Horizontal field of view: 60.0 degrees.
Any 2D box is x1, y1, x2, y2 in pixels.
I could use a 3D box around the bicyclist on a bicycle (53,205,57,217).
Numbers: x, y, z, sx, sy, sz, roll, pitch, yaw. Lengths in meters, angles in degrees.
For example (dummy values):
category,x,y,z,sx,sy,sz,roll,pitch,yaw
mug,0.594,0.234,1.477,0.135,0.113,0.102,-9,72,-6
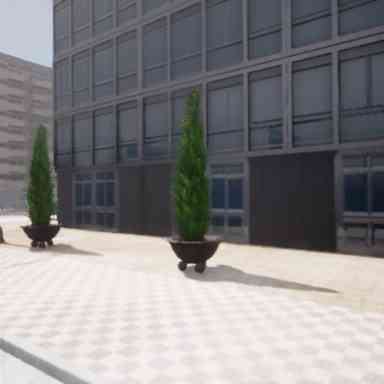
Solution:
category,x,y,z,sx,sy,sz,roll,pitch,yaw
bicyclist on a bicycle,-13.283,1.571,31.665,1.656,1.620,0.582,-1,-1,36
